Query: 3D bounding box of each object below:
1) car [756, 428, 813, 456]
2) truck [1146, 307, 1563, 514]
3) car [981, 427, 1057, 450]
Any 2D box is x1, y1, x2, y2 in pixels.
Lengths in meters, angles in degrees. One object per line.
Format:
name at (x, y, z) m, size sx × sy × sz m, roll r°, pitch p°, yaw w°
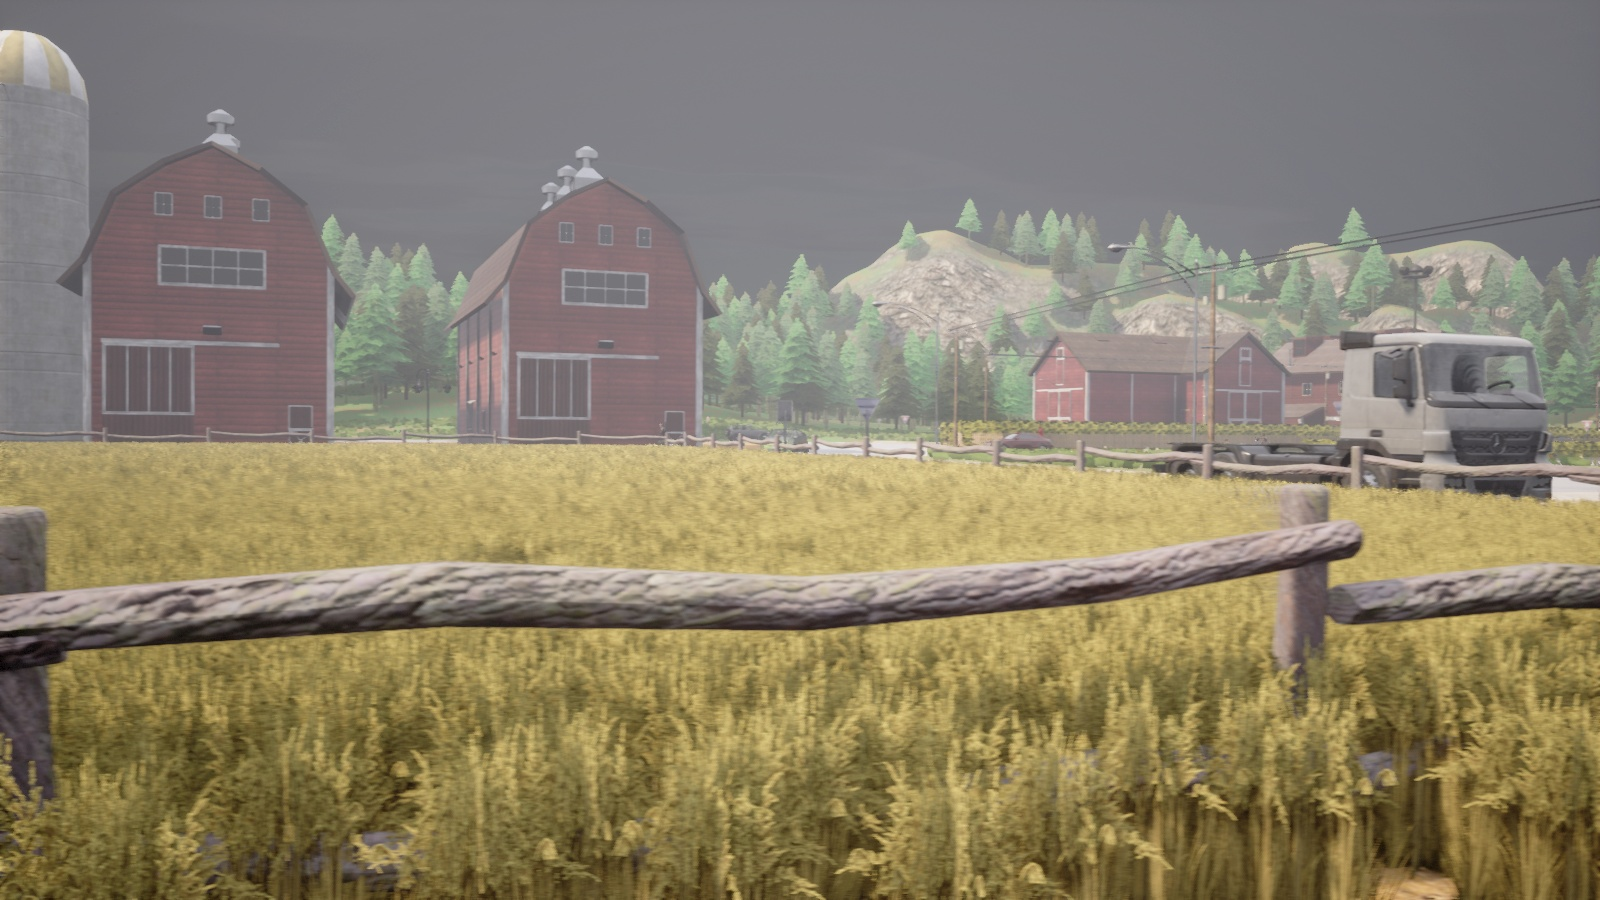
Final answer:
car at (-0.831, -0.479, 71.253) m, size 2.007 × 1.525 × 4.514 m, roll 0°, pitch 1°, yaw 15°
truck at (10.615, -0.732, 25.227) m, size 2.891 × 3.462 × 7.936 m, roll -1°, pitch 1°, yaw -21°
car at (14.524, -0.748, 83.405) m, size 4.674 × 1.442 × 1.812 m, roll -1°, pitch 1°, yaw -16°
